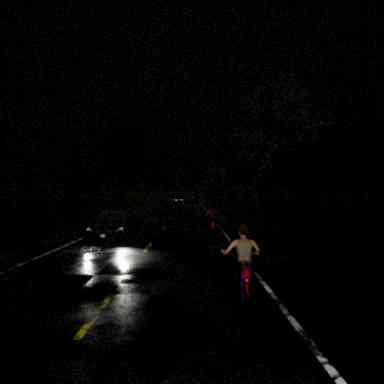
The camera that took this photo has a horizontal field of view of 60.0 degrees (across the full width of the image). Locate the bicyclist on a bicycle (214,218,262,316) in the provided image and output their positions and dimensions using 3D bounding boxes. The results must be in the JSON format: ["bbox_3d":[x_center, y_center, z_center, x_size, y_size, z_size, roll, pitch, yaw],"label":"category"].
[{"bbox_3d":[0.981,1.425,6.499,0.866,1.612,1.509,0,0,0],"label":"bicyclist on a bicycle"}]

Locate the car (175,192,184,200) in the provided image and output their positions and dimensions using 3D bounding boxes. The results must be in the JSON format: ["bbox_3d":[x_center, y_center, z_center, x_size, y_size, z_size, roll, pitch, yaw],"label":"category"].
[{"bbox_3d":[-3.508,1.055,93.701,2.150,2.045,5.566,0,0,0],"label":"car"}]

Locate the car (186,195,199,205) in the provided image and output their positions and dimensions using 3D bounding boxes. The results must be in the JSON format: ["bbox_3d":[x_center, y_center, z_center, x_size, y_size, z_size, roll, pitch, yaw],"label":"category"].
[{"bbox_3d":[0.096,1.427,56.201,1.812,1.442,4.674,0,0,0],"label":"car"}]

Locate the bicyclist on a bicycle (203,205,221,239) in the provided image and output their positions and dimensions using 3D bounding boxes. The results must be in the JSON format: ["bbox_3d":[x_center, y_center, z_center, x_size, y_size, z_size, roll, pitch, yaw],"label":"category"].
[{"bbox_3d":[0.980,1.409,15.979,0.866,1.612,1.509,0,0,0],"label":"bicyclist on a bicycle"}]

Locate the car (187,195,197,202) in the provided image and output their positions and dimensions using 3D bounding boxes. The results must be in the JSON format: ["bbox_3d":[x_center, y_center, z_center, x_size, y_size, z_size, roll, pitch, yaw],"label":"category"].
[{"bbox_3d":[-0.006,1.409,73.757,2.033,1.411,5.357,0,0,0],"label":"car"}]

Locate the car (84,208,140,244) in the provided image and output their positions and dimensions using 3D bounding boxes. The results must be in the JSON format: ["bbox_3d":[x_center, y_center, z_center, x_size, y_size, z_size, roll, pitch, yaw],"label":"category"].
[{"bbox_3d":[-3.602,1.498,15.767,1.812,1.442,4.674,0,0,0],"label":"car"}]
